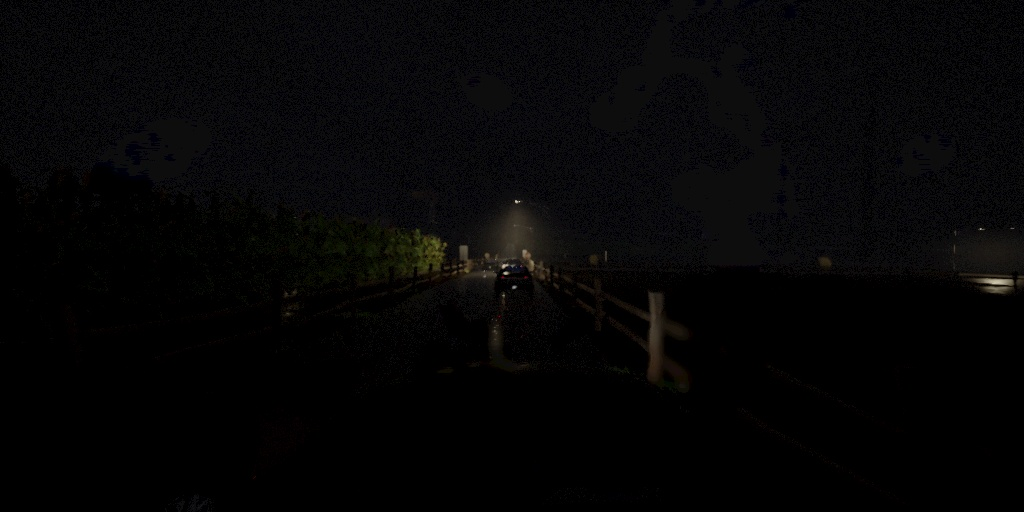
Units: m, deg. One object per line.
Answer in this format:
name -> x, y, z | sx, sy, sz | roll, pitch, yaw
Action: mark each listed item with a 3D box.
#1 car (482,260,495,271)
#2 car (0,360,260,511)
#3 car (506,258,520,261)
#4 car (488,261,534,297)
car -> -2.732, 1.193, 46.364 | 1.994, 1.385, 4.181 | 0, 0, 0
car -> -2.851, 1.233, 0.620 | 1.882, 1.535, 5.008 | 0, 0, 0
car -> 0.112, 1.001, 35.620 | 2.097, 1.767, 4.553 | 0, 0, 0
car -> 0.105, 1.189, 18.457 | 2.128, 1.511, 4.902 | 0, 0, 0
